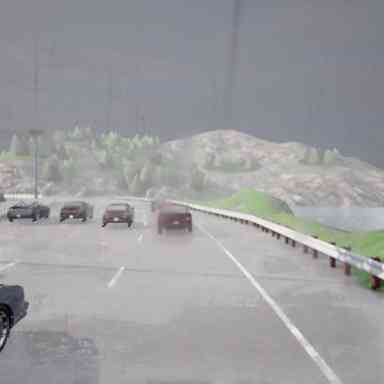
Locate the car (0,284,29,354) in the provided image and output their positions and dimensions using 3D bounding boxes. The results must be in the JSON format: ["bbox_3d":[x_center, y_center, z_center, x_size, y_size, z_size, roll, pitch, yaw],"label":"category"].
[{"bbox_3d":[-3.481,1.544,2.847,2.033,1.411,5.357,0,0,-1],"label":"car"}]

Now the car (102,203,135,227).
[{"bbox_3d":[-4.965,1.503,22.734,1.812,1.442,4.674,0,0,-7],"label":"car"}]

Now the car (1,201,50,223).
[{"bbox_3d":[-12.409,1.466,25.596,2.128,1.511,4.902,0,0,-8],"label":"car"}]

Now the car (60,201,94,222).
[{"bbox_3d":[-8.931,1.479,25.992,1.837,1.490,4.892,0,0,-8],"label":"car"}]

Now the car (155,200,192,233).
[{"bbox_3d":[-1.088,1.458,19.689,1.882,1.535,5.008,0,0,-6],"label":"car"}]

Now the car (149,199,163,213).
[{"bbox_3d":[-3.575,1.511,36.376,2.033,1.411,5.357,0,0,-11],"label":"car"}]
